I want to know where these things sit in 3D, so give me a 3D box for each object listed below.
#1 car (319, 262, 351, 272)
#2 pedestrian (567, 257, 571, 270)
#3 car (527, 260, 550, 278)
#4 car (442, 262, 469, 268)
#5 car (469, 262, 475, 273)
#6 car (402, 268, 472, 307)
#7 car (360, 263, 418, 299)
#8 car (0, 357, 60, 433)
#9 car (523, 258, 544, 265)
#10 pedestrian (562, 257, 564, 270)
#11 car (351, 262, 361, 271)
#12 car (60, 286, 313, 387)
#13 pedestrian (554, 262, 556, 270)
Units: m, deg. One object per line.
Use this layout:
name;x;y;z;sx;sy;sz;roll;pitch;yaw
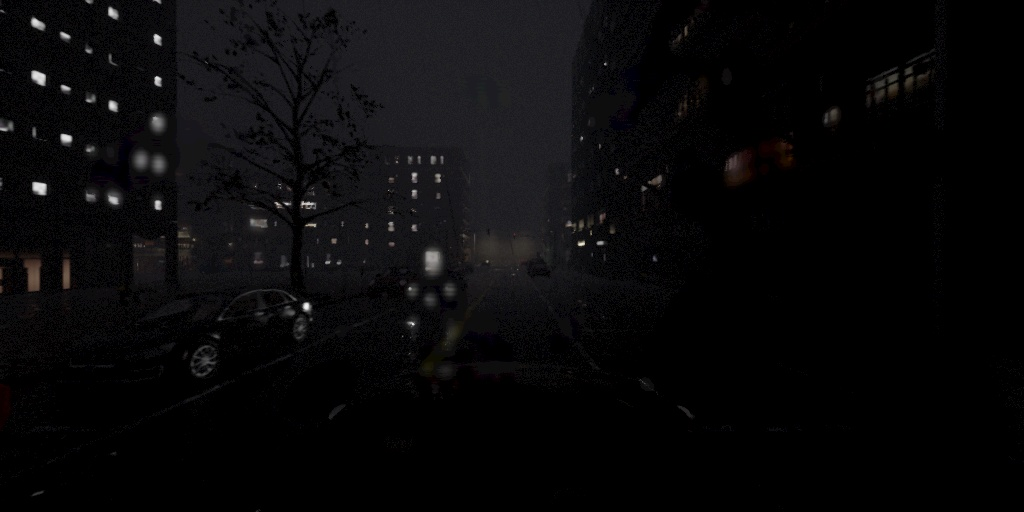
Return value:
car;-27.955;1.856;56.443;4.403;1.370;2.007;0;0;0
pedestrian;8.142;1.037;50.870;0.375;1.860;0.375;0;0;0
car;2.694;1.372;34.654;1.888;1.381;4.507;0;0;0
car;-5.687;1.267;34.657;1.967;1.591;4.097;0;0;0
car;-5.686;1.438;45.712;1.802;1.307;4.207;0;0;0
car;-3.098;1.381;15.845;1.895;1.301;4.718;0;0;0
car;-5.689;1.225;18.074;1.967;1.591;4.097;0;0;0
car;-5.692;1.295;1.491;1.888;1.381;4.507;0;0;0
car;2.695;1.156;40.182;2.192;1.841;5.009;0;0;0
pedestrian;7.142;1.018;50.270;0.375;1.860;0.375;0;0;0
car;-22.386;1.775;56.482;4.403;1.370;2.007;0;0;0
car;-5.691;1.312;7.019;2.007;1.370;4.403;0;0;0
pedestrian;6.142;1.018;51.470;0.375;1.860;0.375;0;0;0
